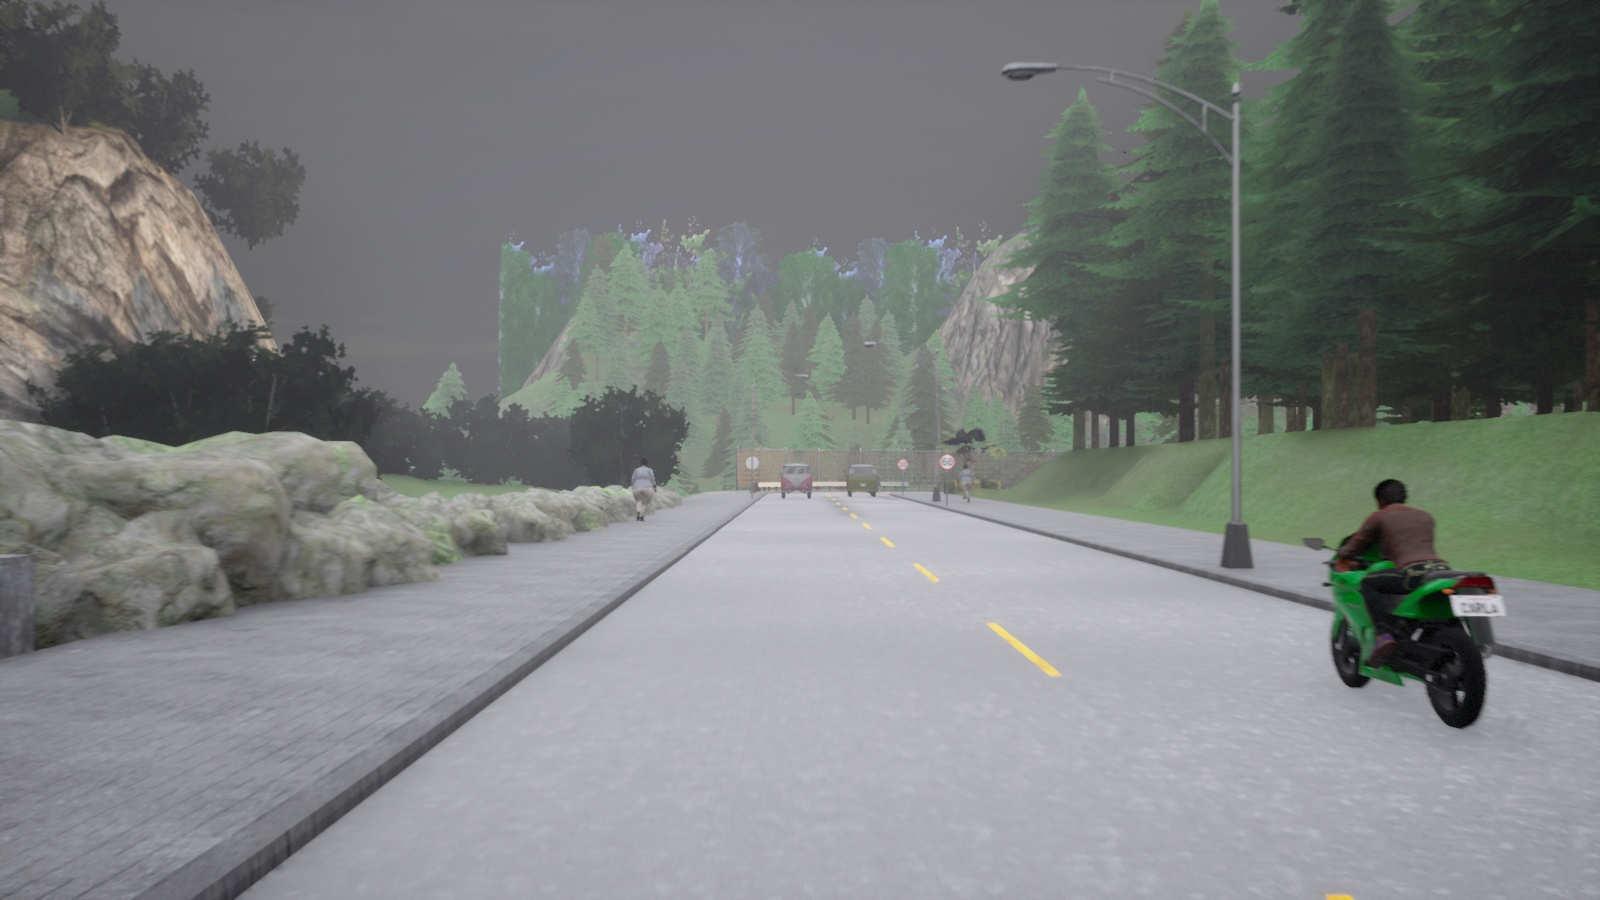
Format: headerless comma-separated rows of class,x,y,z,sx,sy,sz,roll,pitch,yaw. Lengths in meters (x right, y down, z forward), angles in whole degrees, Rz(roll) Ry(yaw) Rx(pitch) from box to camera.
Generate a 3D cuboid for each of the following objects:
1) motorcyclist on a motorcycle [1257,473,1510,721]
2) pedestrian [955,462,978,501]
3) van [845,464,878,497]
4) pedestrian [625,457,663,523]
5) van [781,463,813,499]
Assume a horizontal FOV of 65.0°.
motorcyclist on a motorcycle,3.977,0.927,8.788,0.797,1.523,2.044,0,-1,0
pedestrian,7.955,1.495,60.114,0.874,1.855,0.900,0,-1,-8
van,3.796,1.854,78.087,1.775,1.987,4.442,0,-1,0
pedestrian,-4.432,1.136,35.639,0.874,1.855,0.900,0,-1,6
van,-0.188,1.764,71.733,1.775,1.987,4.442,0,-1,0
